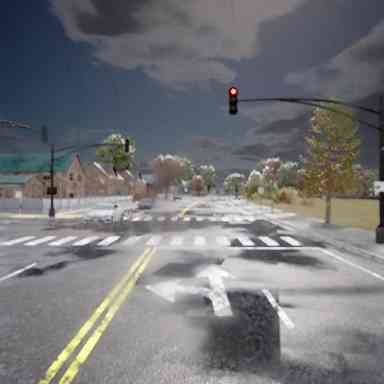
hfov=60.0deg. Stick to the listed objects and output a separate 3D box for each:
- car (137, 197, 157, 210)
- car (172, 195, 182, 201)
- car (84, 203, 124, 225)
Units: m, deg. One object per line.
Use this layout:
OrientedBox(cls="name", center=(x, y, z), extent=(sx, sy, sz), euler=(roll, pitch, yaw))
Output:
OrientedBox(cls="car", center=(-5.567, 1.472, 41.683), extent=(1.837, 1.490, 4.892), euler=(0, 2, 3))
OrientedBox(cls="car", center=(-3.351, 1.336, 76.417), extent=(2.033, 1.411, 5.357), euler=(0, 0, 5))
OrientedBox(cls="car", center=(-6.193, 1.513, 23.943), extent=(1.812, 1.442, 4.674), euler=(0, 0, 1))
